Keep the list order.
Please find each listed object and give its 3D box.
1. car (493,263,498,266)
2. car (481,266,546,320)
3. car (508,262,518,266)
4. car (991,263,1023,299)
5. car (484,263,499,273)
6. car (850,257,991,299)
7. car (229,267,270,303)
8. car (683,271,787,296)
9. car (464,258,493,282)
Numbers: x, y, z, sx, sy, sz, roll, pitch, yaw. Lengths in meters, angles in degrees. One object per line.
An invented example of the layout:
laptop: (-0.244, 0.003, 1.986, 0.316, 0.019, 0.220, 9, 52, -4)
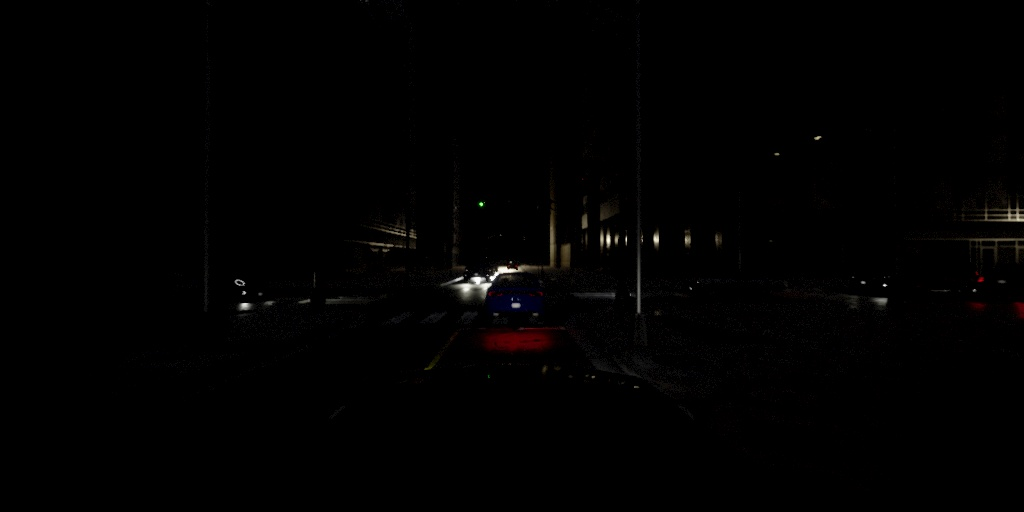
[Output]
car: (-3.023, 1.647, 42.168, 1.895, 1.301, 4.718, 0, 0, 0)
car: (0.117, 1.306, 12.978, 1.882, 1.535, 5.008, 0, 0, 0)
car: (0.108, 1.743, 61.387, 2.033, 1.411, 5.357, 0, 0, 0)
car: (24.685, 1.198, 16.522, 4.553, 1.767, 2.097, 0, 0, 0)
car: (-2.968, 1.726, 52.425, 1.895, 1.301, 4.718, 0, 0, 1)
car: (22.032, 1.098, 19.719, 5.566, 2.045, 2.150, 0, 0, -1)
car: (-13.878, 1.182, 16.576, 4.553, 1.767, 2.097, 0, 0, -1)
car: (12.080, 1.483, 19.723, 4.718, 1.301, 1.895, 0, 0, 3)
car: (-3.048, 1.193, 32.281, 2.150, 2.045, 5.566, 0, 0, -2)
